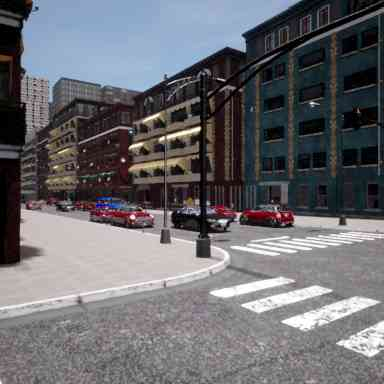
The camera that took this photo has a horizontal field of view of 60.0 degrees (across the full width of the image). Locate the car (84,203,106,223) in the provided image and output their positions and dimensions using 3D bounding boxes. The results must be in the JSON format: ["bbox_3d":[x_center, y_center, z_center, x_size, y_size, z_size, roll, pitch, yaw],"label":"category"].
[{"bbox_3d":[-7.543,1.904,28.641,1.802,1.307,4.206,-1,0,-35],"label":"car"}]

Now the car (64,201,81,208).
[{"bbox_3d":[-23.410,2.378,64.981,1.947,1.339,4.313,-1,0,-35],"label":"car"}]

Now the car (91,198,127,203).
[{"bbox_3d":[-7.870,1.600,33.418,2.150,2.045,5.566,0,-1,-35],"label":"car"}]

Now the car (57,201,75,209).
[{"bbox_3d":[-22.611,2.312,59.564,1.994,1.385,4.181,0,-1,-35],"label":"car"}]

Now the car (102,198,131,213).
[{"bbox_3d":[-10.668,1.856,46.813,2.192,1.841,5.009,-1,0,-35],"label":"car"}]

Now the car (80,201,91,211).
[{"bbox_3d":[-16.235,2.090,50.474,1.882,1.535,5.008,0,-1,-35],"label":"car"}]

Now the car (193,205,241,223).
[{"bbox_3d":[2.086,1.849,28.645,1.802,1.307,4.206,-1,0,-35],"label":"car"}]

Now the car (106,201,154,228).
[{"bbox_3d":[-4.358,1.694,24.099,1.967,1.590,4.097,-1,0,-35],"label":"car"}]

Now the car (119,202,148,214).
[{"bbox_3d":[-7.477,2.038,42.269,1.947,1.339,4.313,-1,0,-35],"label":"car"}]

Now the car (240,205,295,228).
[{"bbox_3d":[5.274,1.639,24.106,1.967,1.590,4.097,-1,0,-35],"label":"car"}]

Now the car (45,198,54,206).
[{"bbox_3d":[-32.973,2.329,78.609,2.192,1.841,5.009,-1,0,-35],"label":"car"}]

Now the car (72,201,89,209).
[{"bbox_3d":[-20.223,2.326,60.439,1.802,1.307,4.206,-1,0,-35],"label":"car"}]

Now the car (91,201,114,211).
[{"bbox_3d":[-13.850,2.160,51.354,2.008,1.369,4.403,-1,0,-35],"label":"car"}]

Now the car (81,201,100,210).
[{"bbox_3d":[-17.036,2.259,55.897,1.802,1.307,4.206,-1,0,-35],"label":"car"}]

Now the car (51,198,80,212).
[{"bbox_3d":[-18.666,2.103,48.964,2.128,1.511,4.902,0,-1,-35],"label":"car"}]

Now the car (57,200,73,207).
[{"bbox_3d":[-26.596,2.430,69.524,2.008,1.369,4.403,-1,0,-35],"label":"car"}]

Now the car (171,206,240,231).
[{"bbox_3d":[0.453,1.690,21.545,2.128,1.511,4.902,0,-1,-35],"label":"car"}]

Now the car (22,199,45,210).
[{"bbox_3d":[-26.664,2.171,55.897,1.967,1.590,4.097,-1,0,-35],"label":"car"}]
